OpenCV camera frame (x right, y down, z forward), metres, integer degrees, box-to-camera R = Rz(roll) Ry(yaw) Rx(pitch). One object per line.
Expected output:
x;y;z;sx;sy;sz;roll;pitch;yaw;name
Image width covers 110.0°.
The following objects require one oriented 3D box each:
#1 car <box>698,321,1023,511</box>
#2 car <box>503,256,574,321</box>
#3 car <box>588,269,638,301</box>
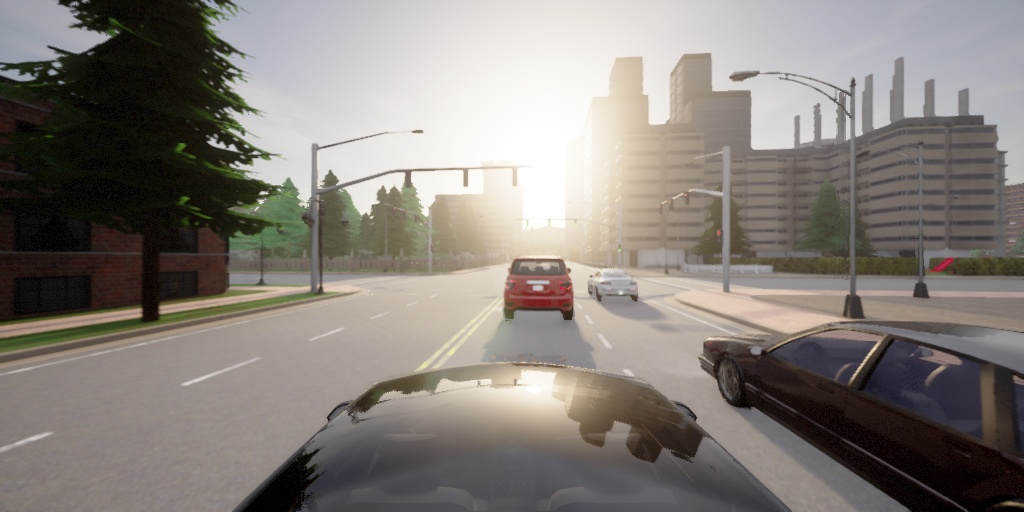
3.733;1.313;3.130;2.033;1.411;5.357;0;0;2;car
0.959;1.014;12.876;2.150;2.045;5.566;0;0;5;car
4.883;1.347;17.726;1.812;1.442;4.674;0;0;5;car
